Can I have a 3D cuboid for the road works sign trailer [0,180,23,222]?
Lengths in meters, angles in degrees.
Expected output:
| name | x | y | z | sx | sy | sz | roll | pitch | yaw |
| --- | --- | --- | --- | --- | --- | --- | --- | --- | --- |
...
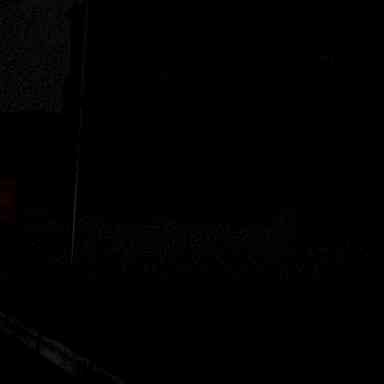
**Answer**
| name | x | y | z | sx | sy | sz | roll | pitch | yaw |
| --- | --- | --- | --- | --- | --- | --- | --- | --- | --- |
| road works sign trailer | -10.935 | 0.515 | 17.097 | 2.880 | 2.380 | 3.560 | 3 | 3 | -7 |
